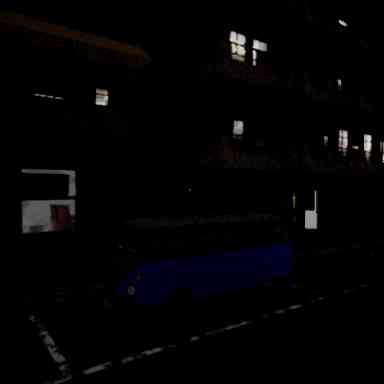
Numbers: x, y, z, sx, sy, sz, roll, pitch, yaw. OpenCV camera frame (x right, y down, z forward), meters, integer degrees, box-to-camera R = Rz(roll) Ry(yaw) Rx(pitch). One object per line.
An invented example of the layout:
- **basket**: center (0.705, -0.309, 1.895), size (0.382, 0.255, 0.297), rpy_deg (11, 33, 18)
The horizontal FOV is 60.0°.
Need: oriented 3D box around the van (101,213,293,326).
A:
- **van**: center (0.292, 1.350, 6.776), size (3.998, 1.788, 1.690), rpy_deg (0, -1, -35)
